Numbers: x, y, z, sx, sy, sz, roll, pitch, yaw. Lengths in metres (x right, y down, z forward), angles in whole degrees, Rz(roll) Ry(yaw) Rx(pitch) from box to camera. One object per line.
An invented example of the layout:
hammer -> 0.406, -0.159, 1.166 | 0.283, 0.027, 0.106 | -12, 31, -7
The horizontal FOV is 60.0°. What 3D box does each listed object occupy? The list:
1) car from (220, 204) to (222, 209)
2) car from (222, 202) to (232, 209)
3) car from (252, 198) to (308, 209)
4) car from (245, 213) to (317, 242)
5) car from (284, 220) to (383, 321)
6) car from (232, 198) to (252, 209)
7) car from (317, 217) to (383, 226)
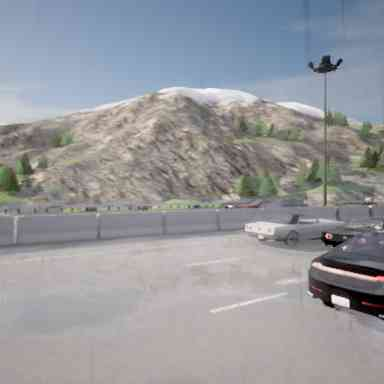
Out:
car -> 6.004, 1.482, 39.680 | 5.357, 1.411, 2.033 | 0, 0, -26
car -> 6.116, 1.434, 35.780 | 4.902, 1.511, 2.128 | 0, 0, -26
car -> 7.861, 1.309, 28.813 | 4.553, 1.767, 2.097 | 0, 0, -27
car -> 4.778, 1.579, 14.965 | 4.718, 1.301, 1.895 | 0, 0, -31
car -> 4.361, 1.485, 6.487 | 4.902, 1.511, 2.128 | 0, 0, -33
car -> 6.695, 1.427, 32.155 | 5.008, 1.535, 1.882 | 0, 0, -27
car -> 7.058, 1.587, 12.243 | 4.718, 1.301, 1.895 | 0, 0, -30
